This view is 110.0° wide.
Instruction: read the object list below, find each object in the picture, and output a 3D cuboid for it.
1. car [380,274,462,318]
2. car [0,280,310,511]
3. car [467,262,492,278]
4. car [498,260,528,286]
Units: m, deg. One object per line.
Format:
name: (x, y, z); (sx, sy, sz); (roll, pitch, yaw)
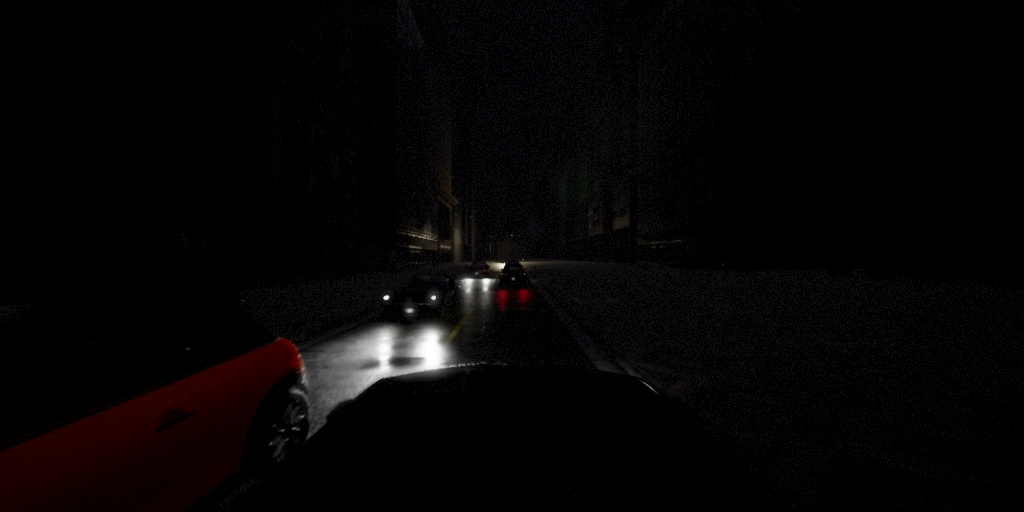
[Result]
car: (-3.082, 1.343, 13.025); (1.895, 1.301, 4.718); (0, 0, 0)
car: (-3.101, 1.100, 1.713); (2.097, 1.767, 4.553); (0, 0, 0)
car: (-2.985, 1.253, 33.098); (1.812, 1.442, 4.674); (0, 0, 1)
car: (0.084, 1.262, 24.875); (1.812, 1.442, 4.674); (0, 0, 0)
